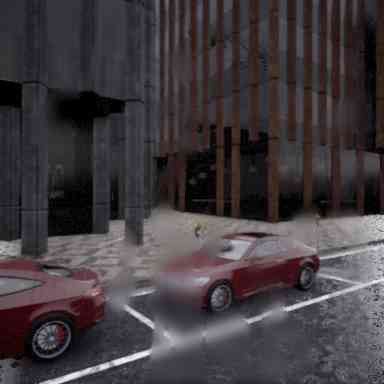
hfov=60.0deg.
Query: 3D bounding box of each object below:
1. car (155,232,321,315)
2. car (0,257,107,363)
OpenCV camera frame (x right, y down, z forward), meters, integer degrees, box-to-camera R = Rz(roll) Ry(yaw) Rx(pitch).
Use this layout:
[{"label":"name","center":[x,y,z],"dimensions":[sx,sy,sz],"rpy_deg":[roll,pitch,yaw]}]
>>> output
[{"label":"car","center":[1.207,1.592,7.507],"dimensions":[4.206,1.307,1.802],"rpy_deg":[0,0,-35]},{"label":"car","center":[-3.237,1.581,4.340],"dimensions":[4.206,1.307,1.802],"rpy_deg":[0,0,-35]}]
